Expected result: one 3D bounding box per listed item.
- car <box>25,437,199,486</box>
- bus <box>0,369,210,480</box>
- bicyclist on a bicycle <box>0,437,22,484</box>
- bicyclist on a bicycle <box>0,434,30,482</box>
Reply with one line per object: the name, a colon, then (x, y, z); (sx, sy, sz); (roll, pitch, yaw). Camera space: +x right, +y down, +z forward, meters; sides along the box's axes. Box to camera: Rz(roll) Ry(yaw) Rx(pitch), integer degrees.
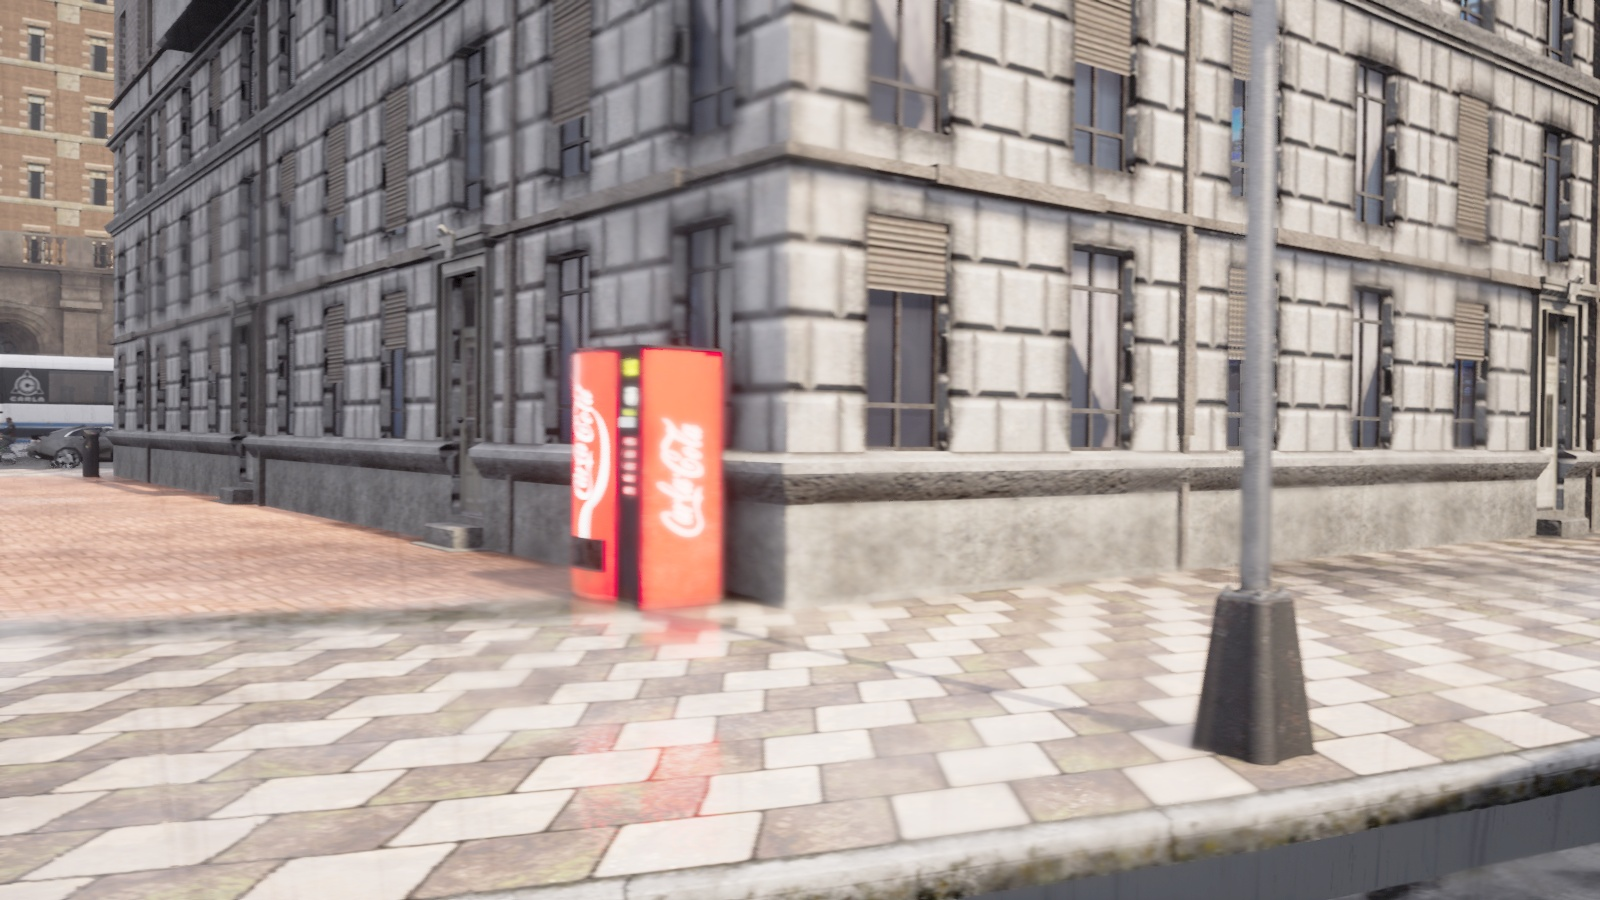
car: (-23.423, 0.360, 42.826); (4.902, 1.511, 2.128); (-1, 1, -37)
bus: (-30.004, -1.025, 51.002); (10.273, 4.253, 3.944); (-1, 1, -37)
bicyclist on a bicycle: (-28.033, 0.378, 43.732); (1.509, 1.612, 0.866); (-1, 1, -37)
bicyclist on a bicycle: (-29.818, 0.285, 46.764); (1.843, 1.776, 0.659); (-1, 1, -37)
